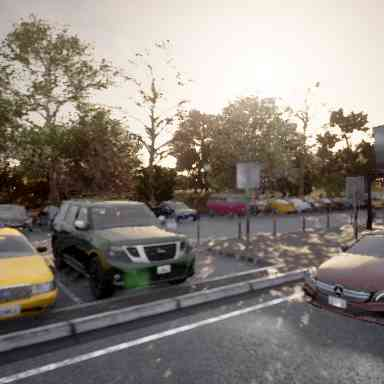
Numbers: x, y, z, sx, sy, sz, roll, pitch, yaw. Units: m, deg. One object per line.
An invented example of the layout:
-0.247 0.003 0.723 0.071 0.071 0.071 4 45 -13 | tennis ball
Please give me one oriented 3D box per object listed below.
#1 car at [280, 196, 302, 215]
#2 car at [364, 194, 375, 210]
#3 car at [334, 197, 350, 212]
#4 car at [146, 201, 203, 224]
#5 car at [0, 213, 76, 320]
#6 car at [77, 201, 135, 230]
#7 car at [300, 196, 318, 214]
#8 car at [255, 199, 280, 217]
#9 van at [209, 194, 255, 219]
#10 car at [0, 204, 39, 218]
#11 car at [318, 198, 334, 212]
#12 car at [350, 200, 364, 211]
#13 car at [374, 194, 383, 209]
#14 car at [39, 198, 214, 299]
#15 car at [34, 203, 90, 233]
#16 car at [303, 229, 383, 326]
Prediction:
7.572 1.401 32.085 2.097 1.535 5.008 0 0 -36 | car
18.844 1.385 40.179 2.163 1.488 4.792 0 0 -36 | car
14.341 1.373 36.934 2.097 1.535 5.008 0 0 -36 | car
-1.448 1.472 25.612 2.163 1.488 4.792 0 0 -36 | car
-4.361 1.486 7.264 1.946 1.575 5.366 0 0 -36 | car
-5.874 1.460 22.257 1.946 1.575 5.366 0 0 -36 | car
9.829 1.432 33.701 2.002 1.452 4.674 0 0 -36 | car
5.311 1.452 30.472 2.002 1.452 4.674 0 0 -36 | car
2.983 1.196 28.956 1.878 1.987 4.442 0 0 -36 | van
-10.502 1.485 19.187 2.231 1.521 4.892 0 0 -36 | car
12.067 1.257 35.341 2.185 1.767 4.553 0 0 -36 | car
16.606 1.365 38.538 2.231 1.521 4.892 0 0 -36 | car
21.226 1.344 41.617 1.946 1.575 5.366 0 0 -36 | car
-2.172 1.227 9.021 2.435 2.045 5.566 0 0 -36 | car
-8.257 1.503 20.819 2.163 1.488 4.792 0 0 -36 | car
4.233 1.504 6.700 4.674 1.442 1.812 0 0 -35 | car
